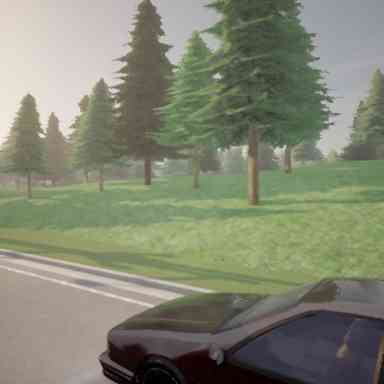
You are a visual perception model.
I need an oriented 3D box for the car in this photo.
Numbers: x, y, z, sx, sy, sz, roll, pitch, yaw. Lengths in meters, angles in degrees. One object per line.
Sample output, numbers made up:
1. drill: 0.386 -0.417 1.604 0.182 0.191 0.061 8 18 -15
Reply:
1. car: 1.580 1.548 2.863 5.357 1.411 2.033 0 0 35
